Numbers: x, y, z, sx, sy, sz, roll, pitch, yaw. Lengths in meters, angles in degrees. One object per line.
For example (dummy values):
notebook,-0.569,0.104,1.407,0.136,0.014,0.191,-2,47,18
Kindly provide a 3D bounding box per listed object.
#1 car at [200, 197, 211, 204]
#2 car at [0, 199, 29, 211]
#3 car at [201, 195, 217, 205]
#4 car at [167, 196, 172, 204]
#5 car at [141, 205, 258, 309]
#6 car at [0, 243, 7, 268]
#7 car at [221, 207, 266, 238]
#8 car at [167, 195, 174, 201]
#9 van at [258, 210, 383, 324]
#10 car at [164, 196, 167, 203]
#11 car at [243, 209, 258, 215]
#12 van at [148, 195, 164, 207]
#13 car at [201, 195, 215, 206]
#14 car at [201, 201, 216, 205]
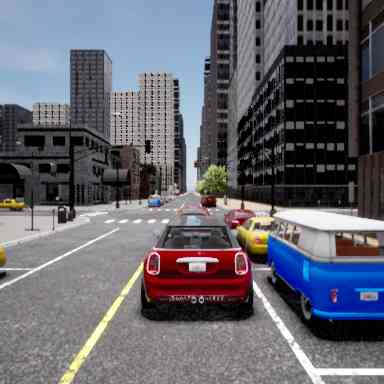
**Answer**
car,2.647,1.640,67.173,1.947,1.339,4.313,0,0,0
car,-21.432,1.460,38.415,4.829,1.417,1.752,0,0,0
car,2.655,1.357,50.601,2.192,1.841,5.009,0,0,0
car,-5.734,1.514,67.166,1.967,1.590,4.097,0,0,0
car,0.094,1.351,8.027,2.097,1.767,4.553,0,0,0
car,-5.697,1.524,6.711,1.752,1.417,4.829,0,0,0
car,2.676,1.583,18.213,1.802,1.307,4.206,0,0,0
car,-5.747,1.653,89.090,1.752,1.417,4.829,0,0,0
van,2.683,1.340,6.886,1.690,1.788,3.998,0,0,0
car,-5.727,1.492,56.117,1.967,1.590,4.097,0,0,0
car,2.679,1.524,12.720,1.752,1.417,4.829,0,0,0
van,-5.724,1.383,50.593,1.690,1.788,3.998,0,0,0
car,2.652,1.367,56.125,2.192,1.841,5.009,0,0,0
car,0.089,1.478,17.233,1.882,1.535,5.008,0,0,0
